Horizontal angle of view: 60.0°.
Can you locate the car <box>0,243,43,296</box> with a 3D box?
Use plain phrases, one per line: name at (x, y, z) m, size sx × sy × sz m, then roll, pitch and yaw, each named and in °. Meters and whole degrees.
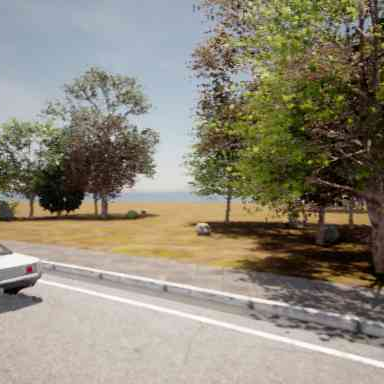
car at (-5.552, 1.605, 7.351) m, size 4.718 × 1.301 × 1.895 m, roll 0°, pitch 0°, yaw 31°
